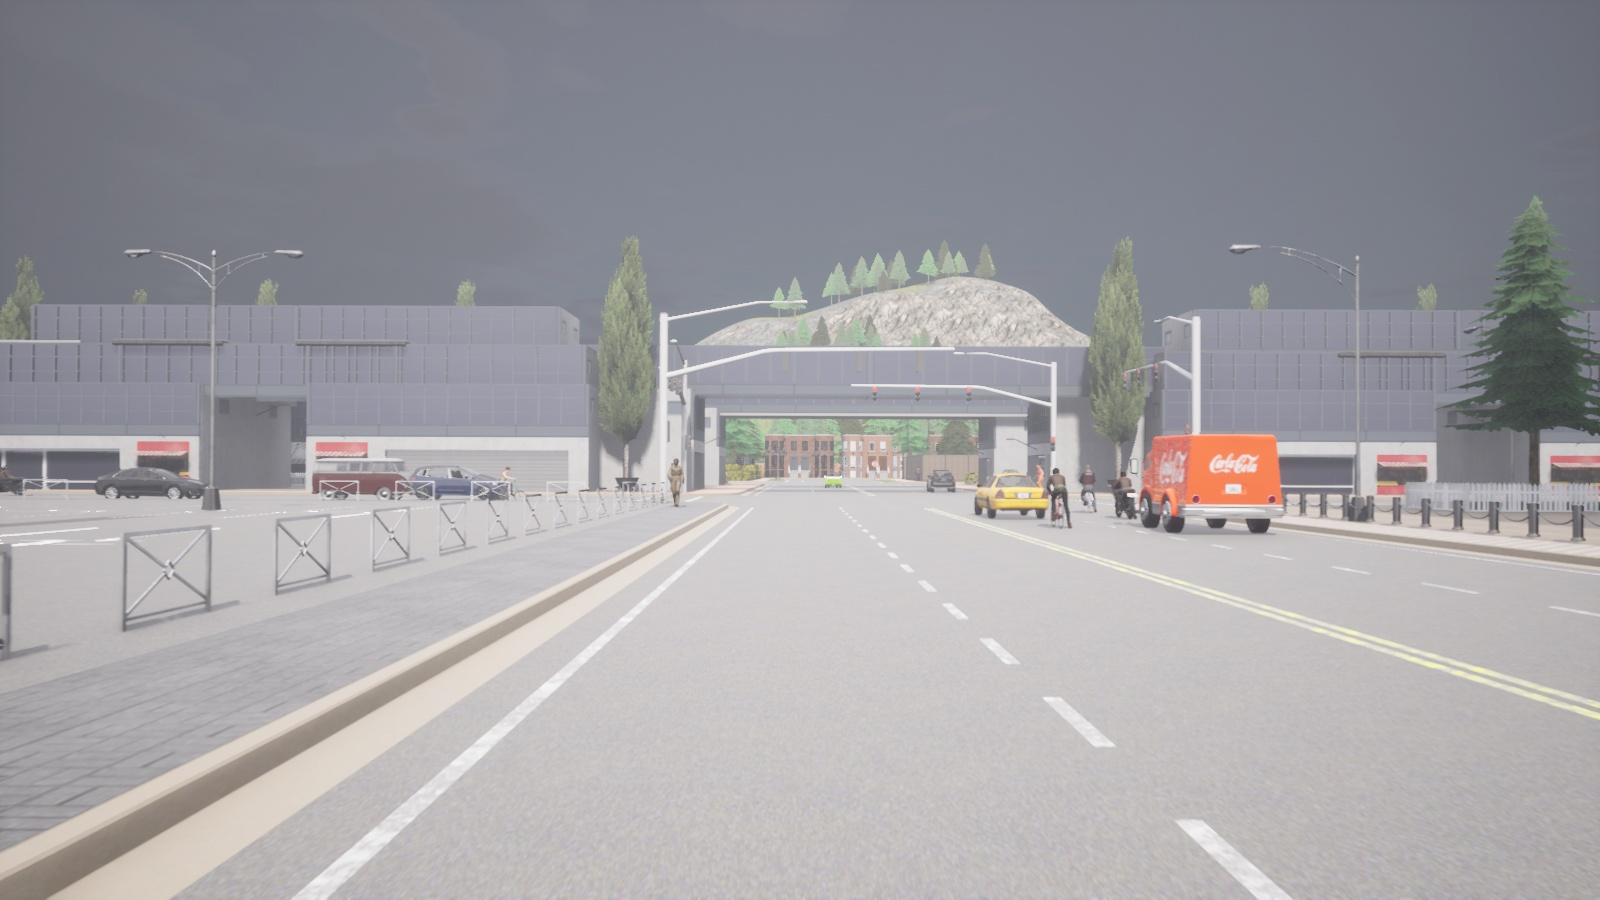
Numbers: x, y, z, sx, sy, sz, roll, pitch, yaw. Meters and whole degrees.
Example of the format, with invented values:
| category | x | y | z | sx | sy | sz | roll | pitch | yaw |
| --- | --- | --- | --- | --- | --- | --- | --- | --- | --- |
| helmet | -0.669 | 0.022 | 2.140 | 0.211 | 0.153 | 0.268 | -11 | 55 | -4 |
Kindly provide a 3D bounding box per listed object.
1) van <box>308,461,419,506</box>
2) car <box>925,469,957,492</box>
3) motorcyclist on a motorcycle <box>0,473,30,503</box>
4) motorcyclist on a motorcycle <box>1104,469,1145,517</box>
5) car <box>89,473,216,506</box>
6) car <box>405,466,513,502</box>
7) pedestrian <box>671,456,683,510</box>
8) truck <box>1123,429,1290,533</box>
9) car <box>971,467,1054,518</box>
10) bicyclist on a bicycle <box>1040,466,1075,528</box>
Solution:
| category | x | y | z | sx | sy | sz | roll | pitch | yaw |
| --- | --- | --- | --- | --- | --- | --- | --- | --- | --- |
| van | -19.914 | 1.513 | 57.354 | 4.442 | 1.987 | 1.775 | 0 | -1 | 1 |
| car | 9.671 | 2.061 | 86.447 | 1.789 | 1.549 | 3.705 | 0 | -1 | 0 |
| motorcyclist on a motorcycle | -41.087 | 1.941 | 64.915 | 2.044 | 1.523 | 0.797 | 0 | -1 | 2 |
| motorcyclist on a motorcycle | 10.404 | 1.363 | 40.323 | 0.797 | 1.523 | 2.044 | 0 | -1 | 0 |
| car | -29.641 | 1.808 | 57.607 | 4.892 | 1.490 | 1.837 | 0 | -1 | 2 |
| car | -16.453 | 1.642 | 60.773 | 4.611 | 1.667 | 2.242 | 0 | -1 | 1 |
| pedestrian | -4.430 | 1.174 | 45.271 | 0.396 | 1.930 | 0.692 | 0 | -1 | -1 |
| truck | 10.418 | 0.779 | 32.716 | 2.627 | 2.467 | 5.204 | 0 | -1 | 0 |
| car | 6.902 | 1.349 | 41.295 | 1.801 | 1.575 | 5.366 | 0 | -1 | 0 |
| bicyclist on a bicycle | 6.919 | 1.250 | 33.831 | 0.582 | 1.620 | 1.656 | 0 | -1 | 0 |
